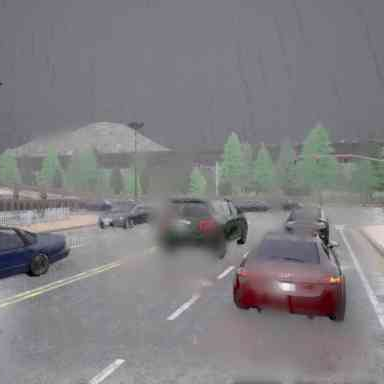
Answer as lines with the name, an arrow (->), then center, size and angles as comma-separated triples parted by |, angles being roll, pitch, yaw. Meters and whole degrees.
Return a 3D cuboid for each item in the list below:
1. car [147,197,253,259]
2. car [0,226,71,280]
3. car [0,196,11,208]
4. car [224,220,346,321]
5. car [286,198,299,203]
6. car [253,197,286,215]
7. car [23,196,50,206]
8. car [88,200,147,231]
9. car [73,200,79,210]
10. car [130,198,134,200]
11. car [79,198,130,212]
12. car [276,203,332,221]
car -> 0.634, 1.221, 12.997 | 2.150, 2.045, 5.566 | 0, 0, 21
car -> -5.337, 1.547, 7.892 | 2.033, 1.411, 5.357 | 0, 0, 22
car -> -25.960, 1.014, 42.140 | 5.566, 2.045, 2.150 | 3, 1, 19
car -> 2.271, 1.564, 7.472 | 1.994, 1.385, 4.181 | 0, 0, 21
car -> 10.041, 1.352, 36.704 | 4.553, 1.767, 2.097 | 0, 0, 20
car -> 6.781, 1.491, 34.152 | 4.902, 1.511, 2.128 | 0, 0, 20
car -> -22.845, 1.305, 48.465 | 5.008, 1.535, 1.882 | 2, 1, 20
car -> -3.909, 1.491, 20.921 | 2.128, 1.511, 4.902 | 0, 0, 21
car -> -12.197, 1.471, 40.933 | 5.008, 1.535, 1.882 | 0, 0, 19
car -> -8.198, 1.522, 43.235 | 4.674, 1.442, 1.812 | 0, 0, 20
car -> -9.495, 1.526, 36.054 | 4.674, 1.442, 1.812 | 0, 0, 23
car -> 5.504, 1.491, 15.774 | 2.128, 1.511, 4.902 | 0, 0, 22
